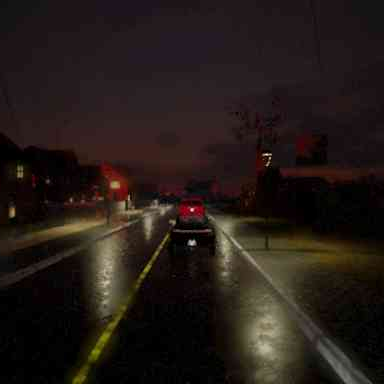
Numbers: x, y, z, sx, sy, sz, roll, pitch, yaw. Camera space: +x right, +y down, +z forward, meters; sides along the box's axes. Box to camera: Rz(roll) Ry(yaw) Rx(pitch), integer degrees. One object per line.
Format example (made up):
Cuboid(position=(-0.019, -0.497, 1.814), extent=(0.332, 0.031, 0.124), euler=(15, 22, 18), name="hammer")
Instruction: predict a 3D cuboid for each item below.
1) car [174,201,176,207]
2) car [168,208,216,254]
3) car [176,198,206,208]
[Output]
Cuboid(position=(-2.745, 2.352, 71.011), extent=(2.097, 1.767, 4.553), euler=(0, -1, 0), name="car")
Cuboid(position=(0.004, 1.644, 14.305), extent=(2.128, 1.511, 4.902), euler=(0, -1, 0), name="car")
Cuboid(position=(0.003, 1.551, 29.028), extent=(2.150, 2.045, 5.566), euler=(0, -1, 0), name="car")
